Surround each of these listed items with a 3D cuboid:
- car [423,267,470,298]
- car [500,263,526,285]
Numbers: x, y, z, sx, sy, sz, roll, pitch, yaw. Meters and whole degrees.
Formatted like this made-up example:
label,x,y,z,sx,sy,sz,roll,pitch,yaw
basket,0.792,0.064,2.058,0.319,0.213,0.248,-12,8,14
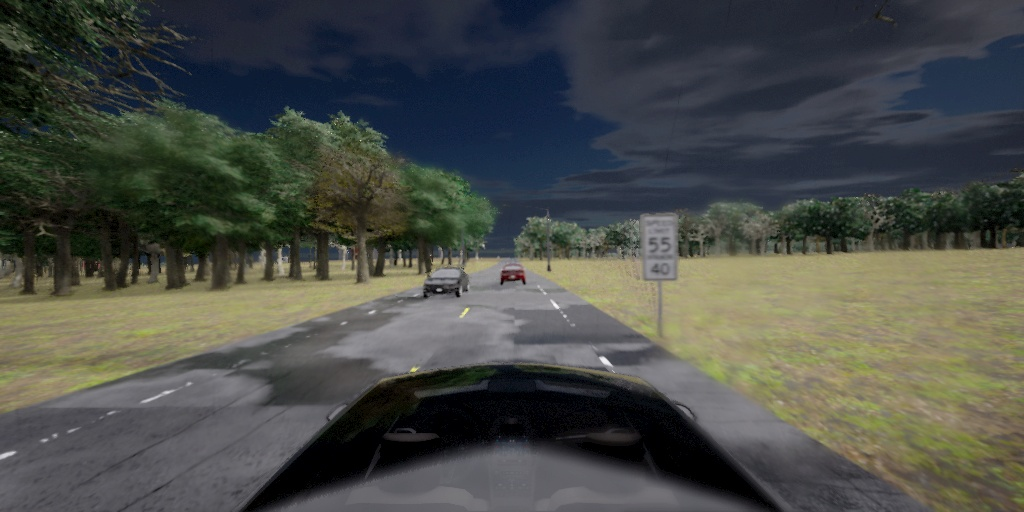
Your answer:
label,x,y,z,sx,sy,sz,roll,pitch,yaw
car,-3.458,1.352,19.552,1.882,1.535,5.008,-1,0,0
car,0.087,1.363,27.937,1.882,1.535,5.008,-1,-1,0
